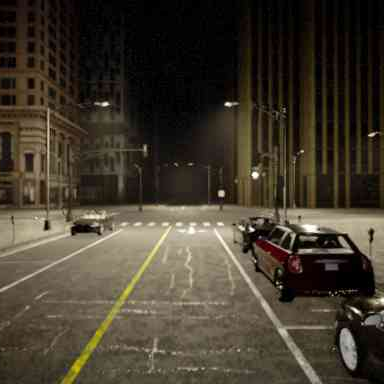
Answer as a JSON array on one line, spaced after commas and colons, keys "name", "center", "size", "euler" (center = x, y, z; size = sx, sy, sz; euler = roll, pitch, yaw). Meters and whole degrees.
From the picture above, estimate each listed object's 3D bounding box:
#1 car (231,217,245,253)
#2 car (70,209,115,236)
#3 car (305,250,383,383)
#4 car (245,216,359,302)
[{"name": "car", "center": [2.743, 1.687, 14.124], "size": [2.008, 1.369, 4.403], "euler": [0, -1, 0]}, {"name": "car", "center": [-5.790, 1.743, 19.752], "size": [2.008, 1.369, 4.403], "euler": [0, -1, 0]}, {"name": "car", "center": [2.758, 1.579, 2.842], "size": [2.008, 1.369, 4.403], "euler": [0, -1, 0]}, {"name": "car", "center": [2.750, 1.522, 8.485], "size": [1.967, 1.590, 4.097], "euler": [0, -1, 0]}]
